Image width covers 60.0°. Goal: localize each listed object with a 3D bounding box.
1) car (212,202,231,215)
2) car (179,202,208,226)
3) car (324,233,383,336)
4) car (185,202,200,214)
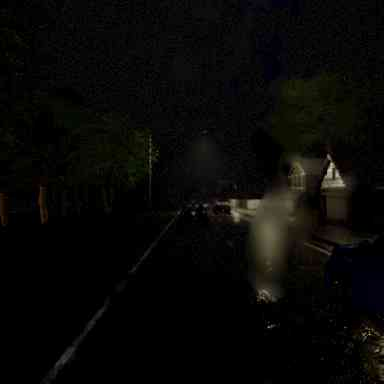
[{"bbox_3d":[3.613,1.971,40.897,2.128,1.511,4.902,0,-1,0],"label":"car"},{"bbox_3d":[0.107,1.612,26.071,2.097,1.767,4.553,0,-1,0],"label":"car"},{"bbox_3d":[3.600,1.252,4.029,2.150,2.045,5.566,0,-1,0],"label":"car"},{"bbox_3d":[0.107,2.033,42.434,1.812,1.442,4.674,0,-1,0],"label":"car"}]
